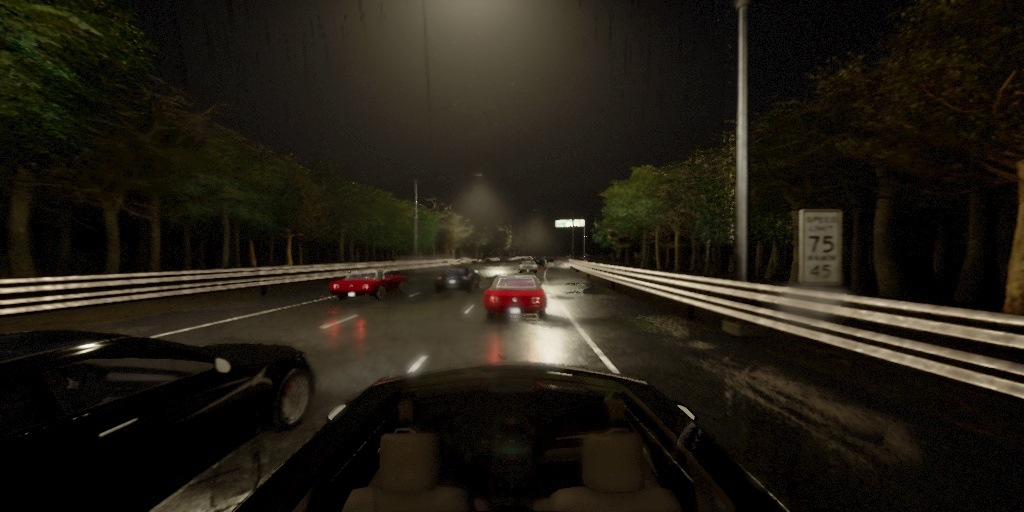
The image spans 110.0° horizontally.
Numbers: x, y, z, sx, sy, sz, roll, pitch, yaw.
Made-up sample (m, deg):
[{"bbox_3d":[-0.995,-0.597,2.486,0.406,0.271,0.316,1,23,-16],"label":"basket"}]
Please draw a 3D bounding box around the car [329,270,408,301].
[{"bbox_3d":[-6.558,1.297,17.080,1.895,1.301,4.718,0,0,2],"label":"car"}]

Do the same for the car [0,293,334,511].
[{"bbox_3d":[-3.370,1.267,2.560,1.812,1.442,4.674,0,0,0],"label":"car"}]

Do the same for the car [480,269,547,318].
[{"bbox_3d":[0.174,1.322,12.744,1.895,1.301,4.718,0,0,2],"label":"car"}]

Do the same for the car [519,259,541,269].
[{"bbox_3d":[1.898,1.254,39.811,1.895,1.301,4.718,0,0,6],"label":"car"}]

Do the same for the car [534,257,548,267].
[{"bbox_3d":[4.570,0.936,61.097,2.097,1.767,4.553,0,0,9],"label":"car"}]

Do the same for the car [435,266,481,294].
[{"bbox_3d":[-2.910,1.260,20.075,1.994,1.385,4.181,0,0,3],"label":"car"}]
